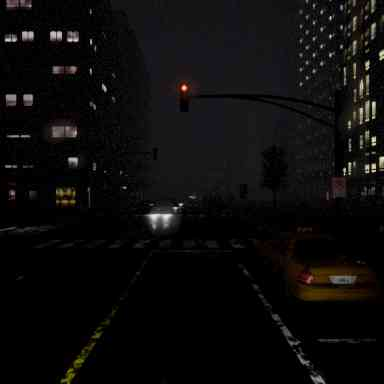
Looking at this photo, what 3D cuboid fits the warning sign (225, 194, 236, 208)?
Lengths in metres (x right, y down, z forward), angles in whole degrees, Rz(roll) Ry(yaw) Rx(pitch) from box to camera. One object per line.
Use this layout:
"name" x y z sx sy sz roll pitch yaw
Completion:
"warning sign" 5.109 1.135 43.730 1.300 1.860 1.060 0 0 0

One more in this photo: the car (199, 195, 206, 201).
"car" 2.761 1.624 90.385 1.752 1.417 4.829 0 0 0

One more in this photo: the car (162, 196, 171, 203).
"car" -5.633 1.648 73.642 1.802 1.307 4.206 0 0 0

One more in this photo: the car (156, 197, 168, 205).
"car" -5.642 1.591 62.587 1.887 1.381 4.507 0 0 0

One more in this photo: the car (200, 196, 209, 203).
"car" 2.747 1.611 73.635 1.887 1.381 4.507 0 0 0

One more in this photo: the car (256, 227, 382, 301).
"car" 2.694 1.526 8.232 1.752 1.417 4.829 0 0 0

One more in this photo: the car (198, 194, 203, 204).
"car" 2.737 1.361 62.581 2.192 1.841 5.009 0 0 0

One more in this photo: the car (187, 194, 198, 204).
"car" 0.155 1.651 64.822 1.895 1.301 4.718 0 0 0

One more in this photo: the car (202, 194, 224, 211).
"car" 2.720 1.332 40.475 2.192 1.841 5.009 0 0 0

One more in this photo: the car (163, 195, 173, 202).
"car" -5.629 1.516 79.168 1.967 1.590 4.097 0 0 0

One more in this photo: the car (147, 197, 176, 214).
"car" -3.192 1.577 35.433 1.994 1.385 4.181 0 0 3

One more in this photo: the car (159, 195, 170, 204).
"car" -5.638 1.496 68.115 1.967 1.590 4.097 0 0 0

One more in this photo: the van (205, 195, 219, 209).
"van" 2.724 1.363 46.001 1.690 1.788 3.998 0 0 0

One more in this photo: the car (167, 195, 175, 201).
"car" -5.619 1.624 90.052 1.752 1.417 4.829 0 0 0

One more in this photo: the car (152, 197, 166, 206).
"car" -5.646 1.588 57.062 2.008 1.369 4.403 0 0 0

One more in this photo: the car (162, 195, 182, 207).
"car" -3.052 1.577 51.606 2.033 1.411 5.357 0 0 0

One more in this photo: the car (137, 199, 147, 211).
"car" -5.659 1.567 40.482 2.008 1.369 4.403 0 0 0
